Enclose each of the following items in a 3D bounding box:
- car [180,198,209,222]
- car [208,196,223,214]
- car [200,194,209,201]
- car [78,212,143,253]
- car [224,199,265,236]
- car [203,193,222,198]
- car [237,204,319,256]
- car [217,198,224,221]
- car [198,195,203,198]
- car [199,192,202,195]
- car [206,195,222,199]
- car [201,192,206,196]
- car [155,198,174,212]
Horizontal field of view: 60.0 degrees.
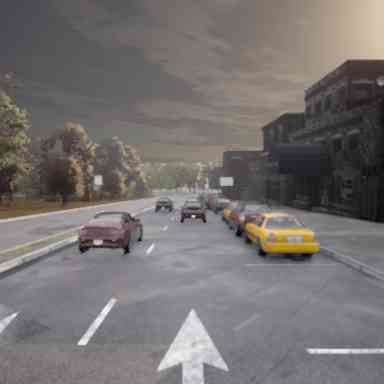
[{"bbox_3d":[0.096,1.478,26.030,1.837,1.490,4.892,0,0,0],"label":"car"},{"bbox_3d":[3.215,1.444,34.929,2.231,1.521,4.892,0,0,0],"label":"car"},{"bbox_3d":[3.176,1.392,84.654,2.231,1.521,4.892,0,0,0],"label":"car"},{"bbox_3d":[-3.149,1.511,13.443,1.812,1.442,4.674,0,0,0],"label":"car"},{"bbox_3d":[3.227,1.335,18.328,2.185,1.767,4.553,0,0,0],"label":"car"},{"bbox_3d":[3.202,1.422,51.821,1.946,1.575,5.366,0,0,0],"label":"car"},{"bbox_3d":[3.224,1.463,13.018,1.946,1.575,5.366,0,0,0],"label":"car"},{"bbox_3d":[3.226,1.451,24.071,1.946,1.575,5.366,0,0,0],"label":"car"},{"bbox_3d":[0.084,1.480,42.973,1.812,1.442,4.674,0,0,0],"label":"car"},{"bbox_3d":[3.181,1.145,79.164,2.435,2.045,5.566,0,0,0],"label":"car"},{"bbox_3d":[3.213,1.438,40.455,2.231,1.521,4.892,0,0,0],"label":"car"},{"bbox_3d":[3.198,1.294,57.129,2.185,1.767,4.553,0,0,0],"label":"car"},{"bbox_3d":[-3.161,1.464,38.803,1.837,1.490,4.892,0,0,0],"label":"car"}]
